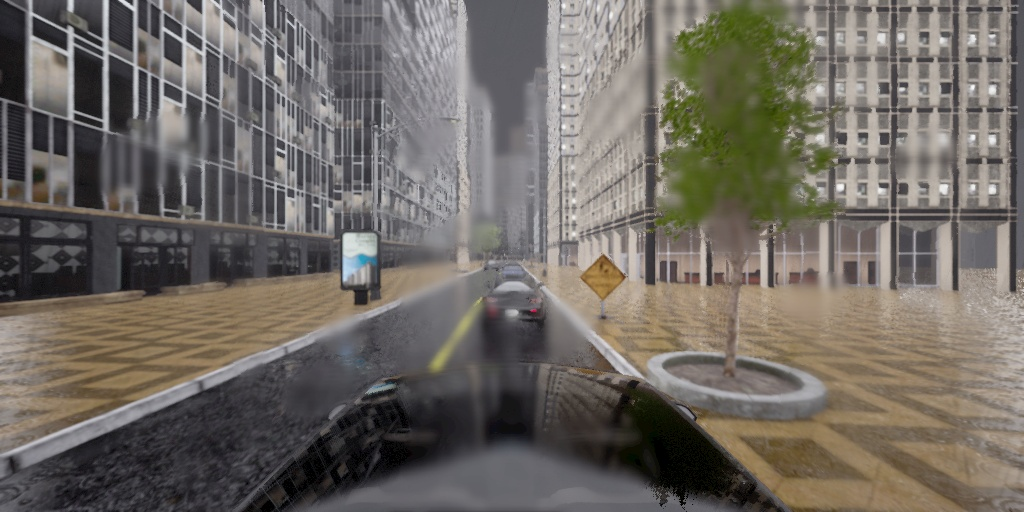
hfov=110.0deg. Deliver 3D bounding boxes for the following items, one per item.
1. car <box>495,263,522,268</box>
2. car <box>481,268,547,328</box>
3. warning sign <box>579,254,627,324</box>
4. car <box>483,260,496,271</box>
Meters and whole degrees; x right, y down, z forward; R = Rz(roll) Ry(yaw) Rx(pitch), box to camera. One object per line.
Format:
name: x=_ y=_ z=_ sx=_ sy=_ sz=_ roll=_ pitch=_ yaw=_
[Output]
car: x=0.072 y=1.308 z=27.040 sx=2.033 sy=1.411 sz=5.357 roll=0 pitch=0 yaw=0
car: x=0.063 y=1.278 z=11.310 sx=1.812 sy=1.442 sz=4.674 roll=0 pitch=0 yaw=0
warning sign: x=2.519 y=0.867 z=9.963 sx=1.300 sy=1.860 sz=1.060 roll=0 pitch=0 yaw=0
car: x=-2.822 y=1.301 z=48.436 sx=1.812 sy=1.442 sz=4.674 roll=0 pitch=0 yaw=0
